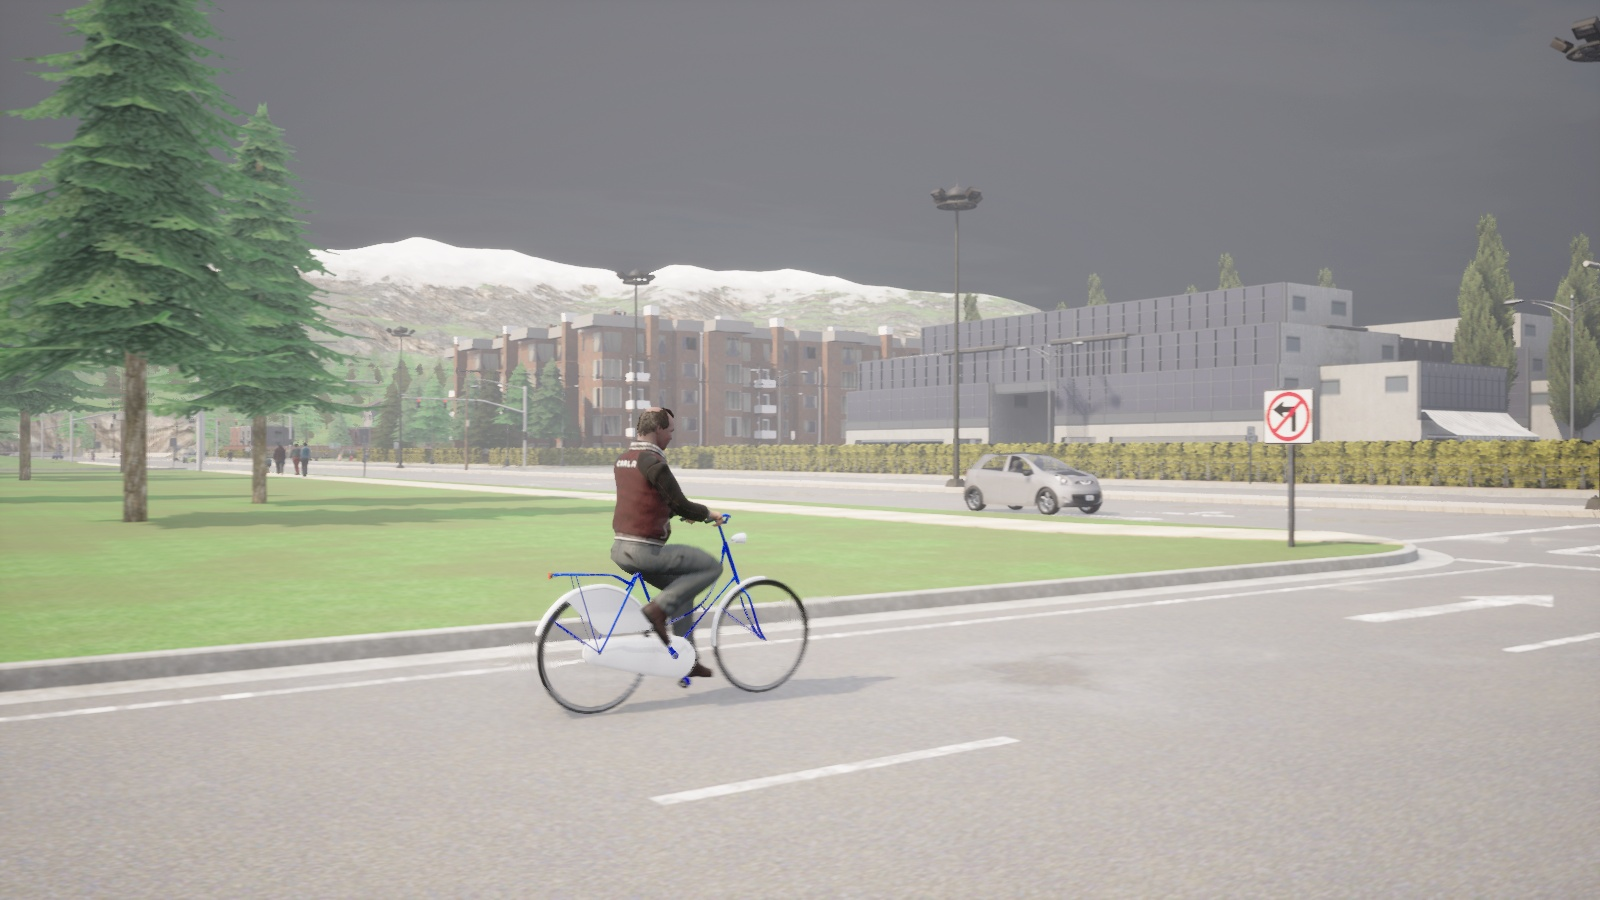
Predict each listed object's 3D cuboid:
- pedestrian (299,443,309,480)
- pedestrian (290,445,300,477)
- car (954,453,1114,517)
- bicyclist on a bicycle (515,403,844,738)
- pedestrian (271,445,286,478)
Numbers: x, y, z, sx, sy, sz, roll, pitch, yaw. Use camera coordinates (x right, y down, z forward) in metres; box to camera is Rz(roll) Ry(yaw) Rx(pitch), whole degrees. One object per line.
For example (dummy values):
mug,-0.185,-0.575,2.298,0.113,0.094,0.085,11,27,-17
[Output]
pedestrian,-26.080,0.601,66.019,0.396,1.930,0.692,0,0,-32
pedestrian,-28.571,0.618,71.035,0.353,1.847,0.614,0,0,-35
car,5.774,0.823,31.293,1.845,1.501,3.633,0,0,-36
bicyclist on a bicycle,-0.682,0.635,7.449,1.843,1.776,0.659,0,0,-35
pedestrian,-29.326,0.619,70.633,0.634,1.844,0.899,0,0,-35
